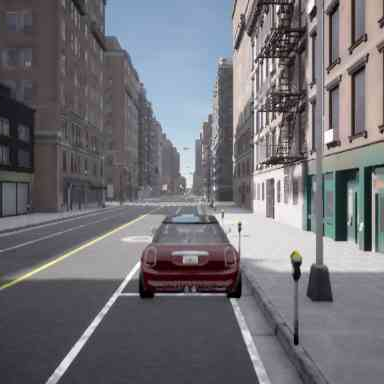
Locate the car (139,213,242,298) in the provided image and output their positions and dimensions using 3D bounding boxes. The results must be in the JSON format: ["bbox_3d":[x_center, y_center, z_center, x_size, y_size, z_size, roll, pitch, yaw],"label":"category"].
[{"bbox_3d":[-0.033,1.343,8.620,2.097,1.767,4.553,0,0,0],"label":"car"}]
